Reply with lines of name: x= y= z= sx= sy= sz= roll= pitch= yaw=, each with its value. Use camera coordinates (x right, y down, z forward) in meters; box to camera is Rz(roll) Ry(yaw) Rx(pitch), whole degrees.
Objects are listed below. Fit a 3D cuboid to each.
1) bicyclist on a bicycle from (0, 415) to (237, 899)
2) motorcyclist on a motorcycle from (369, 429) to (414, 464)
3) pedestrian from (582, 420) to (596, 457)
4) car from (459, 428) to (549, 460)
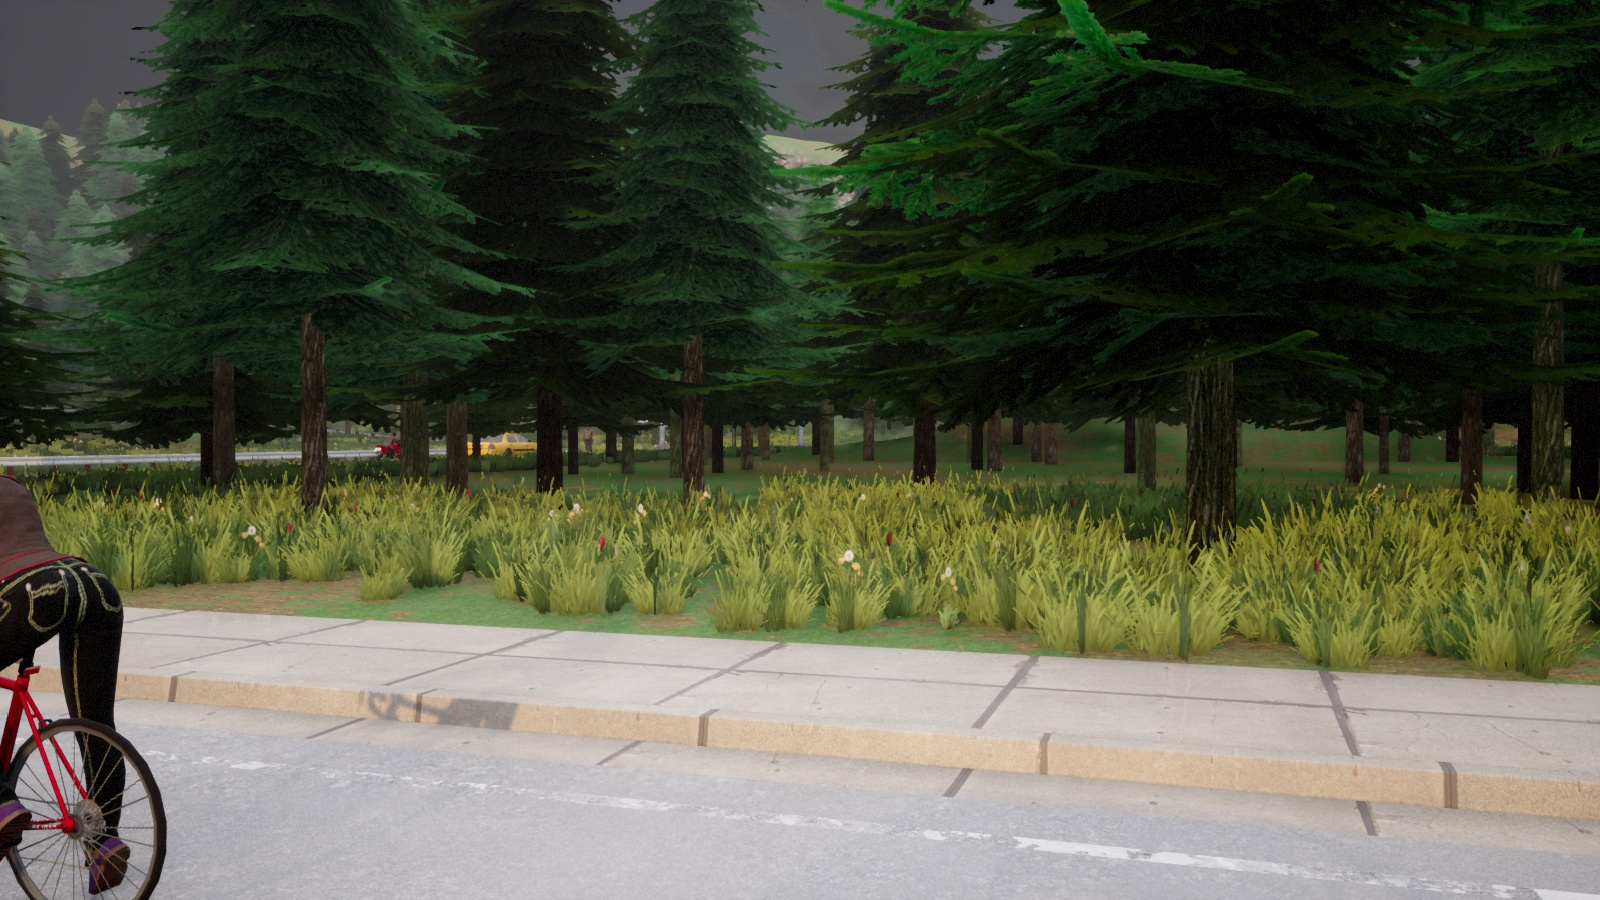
bicyclist on a bicycle: x=-2.730 y=0.703 z=4.110 sx=1.656 sy=1.620 sz=0.582 roll=0 pitch=1 yaw=19
motorcyclist on a motorcycle: x=-17.838 y=-0.164 z=54.924 sx=0.797 sy=1.523 sz=2.044 roll=1 pitch=1 yaw=19
pedestrian: x=-10.576 y=-0.585 z=62.876 sx=0.540 sy=1.848 sz=0.694 roll=0 pitch=1 yaw=2
car: x=-14.844 y=-0.330 z=63.285 sx=1.801 sy=1.575 sz=5.366 roll=1 pitch=1 yaw=20
